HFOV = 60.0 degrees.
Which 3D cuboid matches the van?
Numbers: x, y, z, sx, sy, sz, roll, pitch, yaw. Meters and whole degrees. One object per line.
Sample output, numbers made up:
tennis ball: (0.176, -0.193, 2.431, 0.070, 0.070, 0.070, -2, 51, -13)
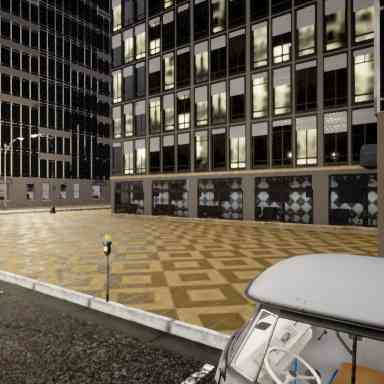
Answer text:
van: (1.933, 1.341, 1.500, 3.998, 1.788, 1.690, 0, 0, 35)
